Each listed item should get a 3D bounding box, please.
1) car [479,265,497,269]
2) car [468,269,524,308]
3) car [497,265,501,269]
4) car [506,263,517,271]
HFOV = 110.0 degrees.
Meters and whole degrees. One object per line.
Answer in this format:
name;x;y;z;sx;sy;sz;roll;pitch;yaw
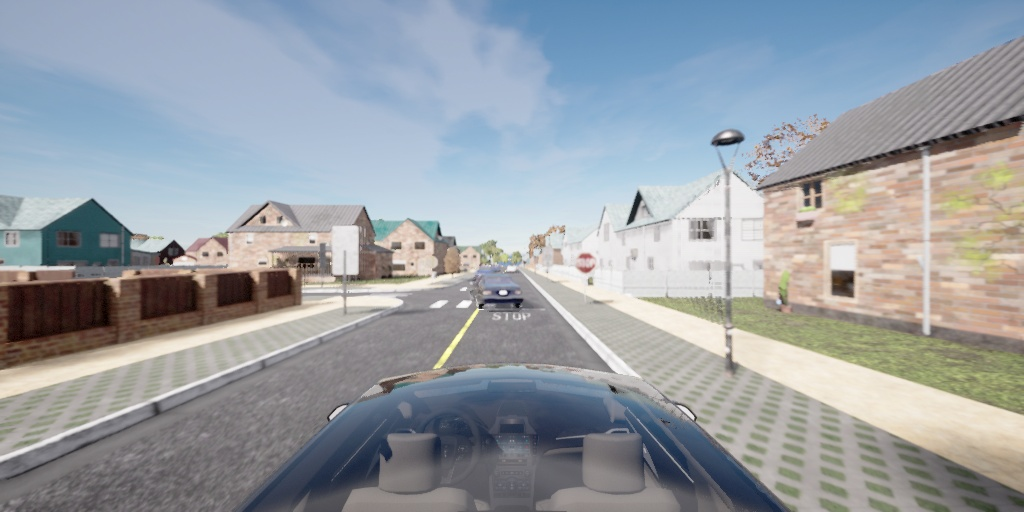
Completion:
car;-2.857;1.827;38.410;1.812;1.442;4.674;0;-1;0
car;-0.849;1.512;16.493;2.033;1.411;5.357;0;-1;-12
car;-2.804;2.230;60.566;2.033;1.411;5.357;0;-1;0
car;-0.025;2.254;63.039;1.812;1.442;4.674;0;-1;0
